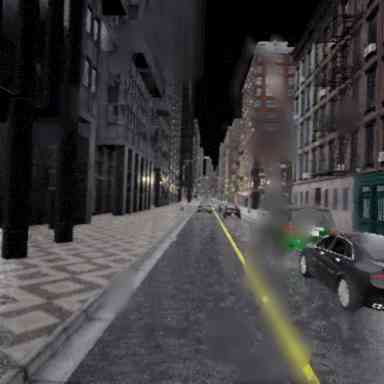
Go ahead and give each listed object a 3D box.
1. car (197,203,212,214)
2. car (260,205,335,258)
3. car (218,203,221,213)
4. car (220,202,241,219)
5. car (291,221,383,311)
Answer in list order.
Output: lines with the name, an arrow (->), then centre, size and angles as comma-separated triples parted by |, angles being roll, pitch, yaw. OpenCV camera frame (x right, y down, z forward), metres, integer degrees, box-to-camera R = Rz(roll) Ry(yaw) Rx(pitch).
car -> 1.728, 2.200, 45.007 | 1.994, 1.385, 4.181 | 2, -1, 2
car -> 4.372, 1.567, 14.288 | 2.150, 2.045, 5.566 | 2, -1, 2
car -> 4.942, 2.309, 50.105 | 2.128, 1.511, 4.902 | 2, -1, 2
car -> 4.447, 2.146, 37.487 | 1.837, 1.490, 4.892 | 2, -1, 3
car -> 4.112, 1.761, 8.260 | 1.837, 1.490, 4.892 | 2, -1, 2
